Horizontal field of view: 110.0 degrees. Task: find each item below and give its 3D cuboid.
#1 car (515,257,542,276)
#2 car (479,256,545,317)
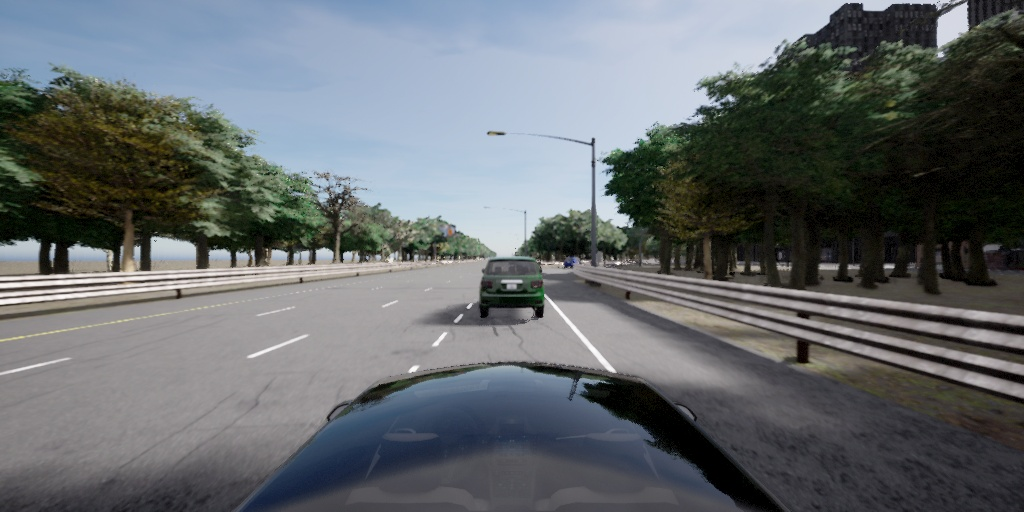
[{"bbox_3d":[1.997,1.153,40.706,2.150,2.045,5.566,0,0,12],"label":"car"},{"bbox_3d":[-0.003,1.047,13.617,2.150,2.045,5.566,0,0,0],"label":"car"}]
